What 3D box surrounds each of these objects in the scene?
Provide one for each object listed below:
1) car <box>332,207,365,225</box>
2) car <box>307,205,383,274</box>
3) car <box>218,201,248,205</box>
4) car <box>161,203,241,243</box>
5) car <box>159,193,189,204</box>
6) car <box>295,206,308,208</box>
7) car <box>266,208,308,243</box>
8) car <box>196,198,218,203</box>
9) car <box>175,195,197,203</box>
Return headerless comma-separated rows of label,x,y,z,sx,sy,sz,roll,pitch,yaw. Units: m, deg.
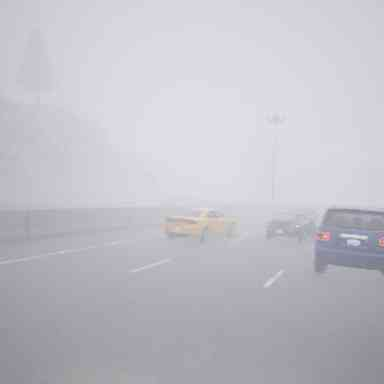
car,15.261,2.264,32.250,1.994,1.385,4.181,2,0,38
car,5.498,1.473,11.079,2.150,2.045,5.566,2,0,28
car,5.796,1.871,43.152,1.994,1.385,4.181,2,0,39
car,0.571,1.516,16.564,1.882,1.535,5.008,2,0,29
car,-2.402,1.140,49.682,2.150,2.045,5.566,2,0,39
car,10.793,2.067,32.161,1.994,1.385,4.181,2,0,37
car,5.380,1.778,17.885,1.812,1.442,4.674,2,0,31
car,3.066,1.803,45.343,1.895,1.301,4.718,2,0,39
car,0.380,1.570,47.578,2.128,1.511,4.902,2,0,39
